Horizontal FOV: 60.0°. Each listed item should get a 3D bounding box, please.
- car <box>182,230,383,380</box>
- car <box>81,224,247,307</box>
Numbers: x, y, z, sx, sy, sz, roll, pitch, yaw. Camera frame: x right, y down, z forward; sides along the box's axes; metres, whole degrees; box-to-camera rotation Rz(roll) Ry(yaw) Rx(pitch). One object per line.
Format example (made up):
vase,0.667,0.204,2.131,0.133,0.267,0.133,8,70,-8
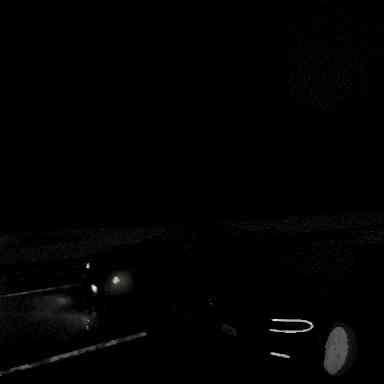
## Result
car,2.463,1.490,5.706,5.008,1.535,1.882,1,0,-37
car,0.222,1.517,8.091,5.357,1.411,2.033,1,0,-37
